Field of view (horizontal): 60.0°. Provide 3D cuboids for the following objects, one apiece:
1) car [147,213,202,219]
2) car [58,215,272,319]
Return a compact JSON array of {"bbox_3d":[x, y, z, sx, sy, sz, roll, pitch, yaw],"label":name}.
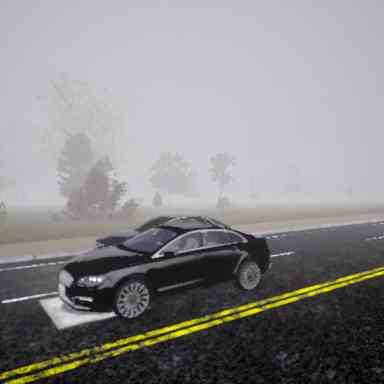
[{"bbox_3d":[-0.760,1.492,11.112,4.892,1.490,1.837,0,0,-35],"label":"car"},{"bbox_3d":[-0.343,1.483,7.421,4.902,1.511,2.128,0,0,-35],"label":"car"}]
